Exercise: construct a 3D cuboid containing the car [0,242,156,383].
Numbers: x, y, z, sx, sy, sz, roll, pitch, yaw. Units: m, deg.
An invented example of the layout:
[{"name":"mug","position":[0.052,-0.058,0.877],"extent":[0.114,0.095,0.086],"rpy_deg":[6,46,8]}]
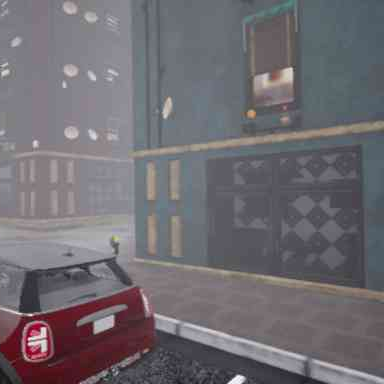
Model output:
[{"name":"car","position":[-2.521,1.440,4.697],"extent":[4.097,1.590,1.967],"rpy_deg":[0,-1,36]}]
